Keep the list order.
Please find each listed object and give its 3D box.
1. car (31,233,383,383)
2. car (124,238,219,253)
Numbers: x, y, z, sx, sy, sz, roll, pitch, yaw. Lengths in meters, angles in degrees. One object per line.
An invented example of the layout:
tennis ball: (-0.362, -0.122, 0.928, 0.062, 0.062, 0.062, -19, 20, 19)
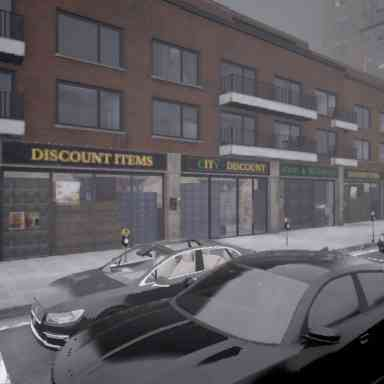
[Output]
car: (1.054, 1.477, 3.824, 5.008, 1.535, 1.882, 0, 0, -36)
car: (-0.418, 1.551, 5.893, 4.403, 1.369, 2.008, 0, 0, -36)
